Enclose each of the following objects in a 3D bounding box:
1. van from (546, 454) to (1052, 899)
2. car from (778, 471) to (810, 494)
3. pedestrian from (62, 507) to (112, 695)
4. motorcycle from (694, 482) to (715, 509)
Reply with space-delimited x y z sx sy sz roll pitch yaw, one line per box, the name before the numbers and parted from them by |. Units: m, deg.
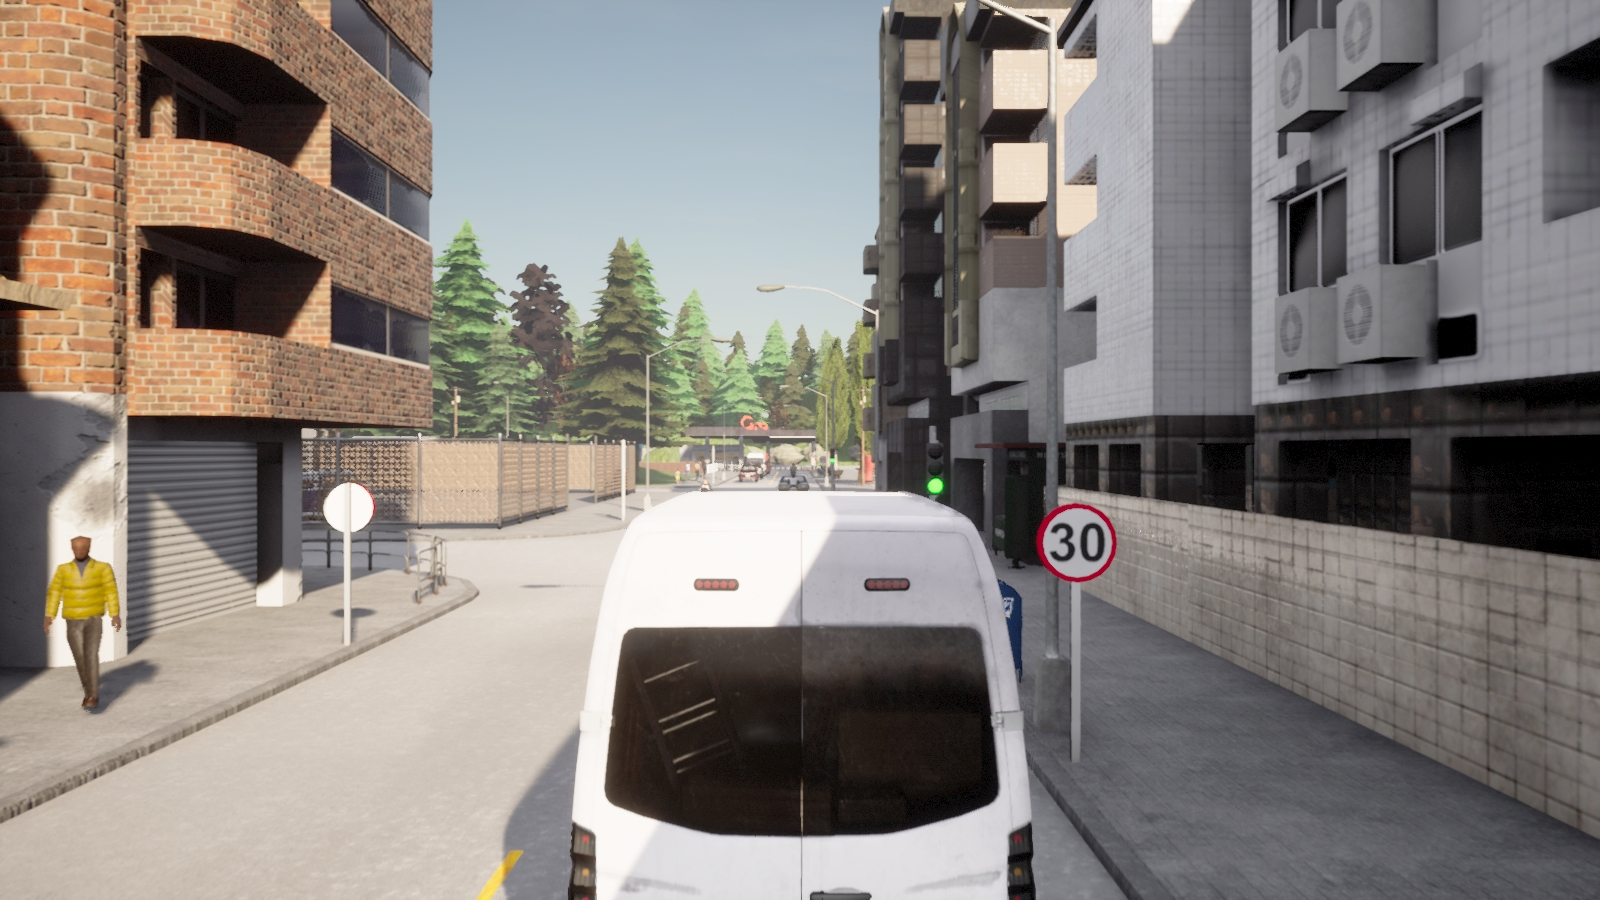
van | -0.017 1.321 7.446 1.988 2.561 5.915 0 0 0
car | -0.379 1.985 70.685 1.895 1.301 4.718 0 0 -1
pedestrian | -7.306 1.525 11.717 0.375 1.860 0.375 0 0 -23
motorcycle | -4.297 2.029 51.624 0.803 1.145 2.033 0 0 0
